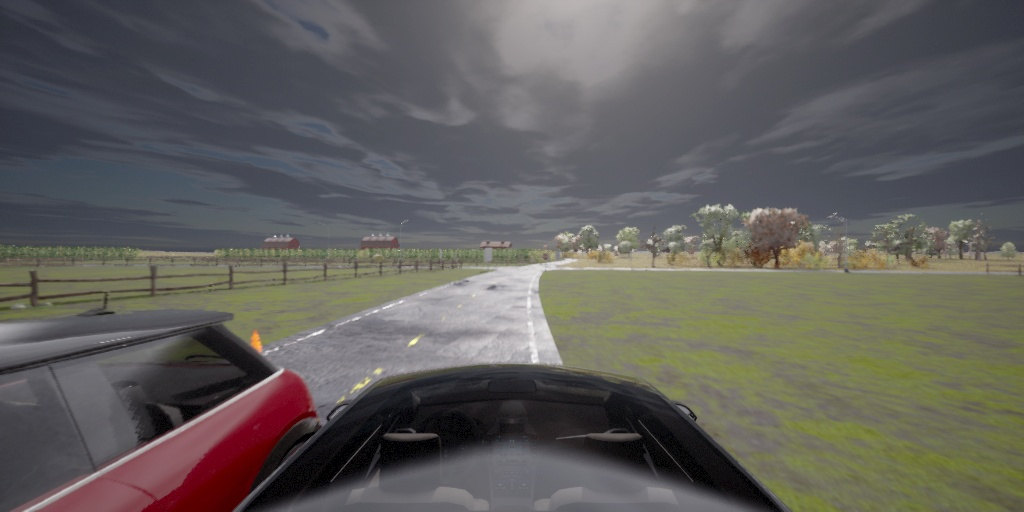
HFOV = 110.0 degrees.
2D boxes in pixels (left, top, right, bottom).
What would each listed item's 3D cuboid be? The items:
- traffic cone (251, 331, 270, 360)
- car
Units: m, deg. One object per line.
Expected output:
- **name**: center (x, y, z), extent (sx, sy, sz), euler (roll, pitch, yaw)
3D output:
- **traffic cone**: center (-4.788, 1.693, 6.682), extent (0.340, 0.580, 0.340), euler (0, 0, 1)
- **car**: center (-2.437, 1.098, 0.726), extent (2.097, 1.767, 4.553), euler (0, 0, 0)
